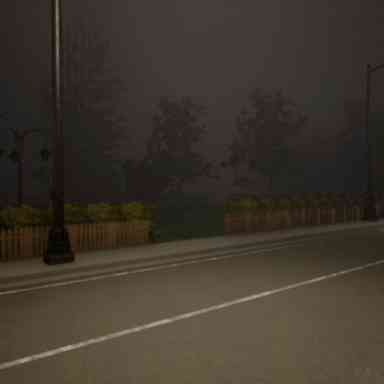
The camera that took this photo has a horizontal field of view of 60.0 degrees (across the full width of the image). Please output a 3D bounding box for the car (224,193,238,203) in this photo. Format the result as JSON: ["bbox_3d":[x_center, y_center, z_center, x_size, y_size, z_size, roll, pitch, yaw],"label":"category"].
[{"bbox_3d":[7.433,1.014,56.042,2.097,1.767,4.553,-1,0,-36],"label":"car"}]
